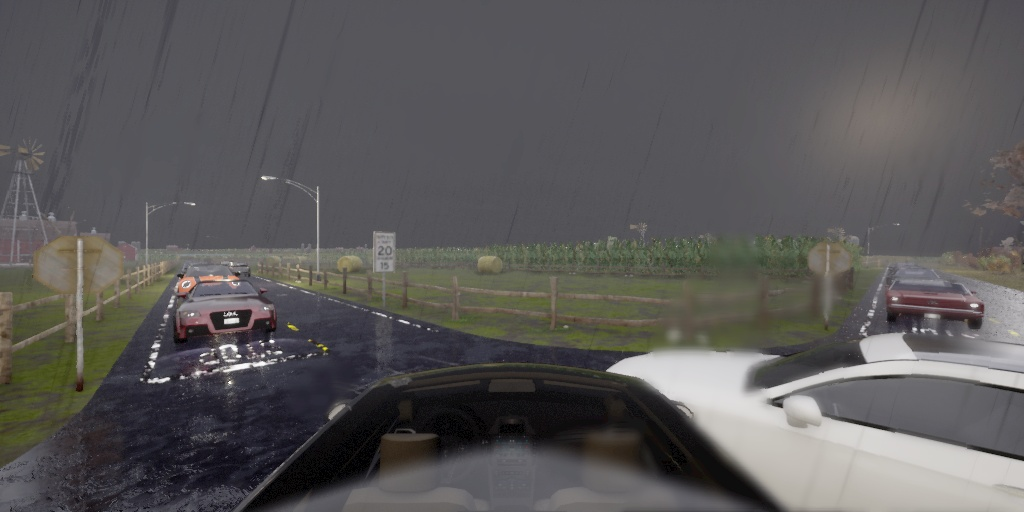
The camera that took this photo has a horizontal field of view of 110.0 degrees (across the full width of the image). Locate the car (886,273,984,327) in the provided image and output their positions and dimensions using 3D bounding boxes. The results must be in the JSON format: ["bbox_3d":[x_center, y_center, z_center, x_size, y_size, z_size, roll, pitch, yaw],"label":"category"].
[{"bbox_3d":[13.441,1.402,11.590,4.718,1.301,1.895,0,1,-43],"label":"car"}]

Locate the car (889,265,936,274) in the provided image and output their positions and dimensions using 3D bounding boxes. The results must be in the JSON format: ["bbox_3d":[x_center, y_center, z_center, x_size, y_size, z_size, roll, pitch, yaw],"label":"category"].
[{"bbox_3d":[20.472,1.370,18.203,5.357,1.411,2.033,0,1,-43],"label":"car"}]

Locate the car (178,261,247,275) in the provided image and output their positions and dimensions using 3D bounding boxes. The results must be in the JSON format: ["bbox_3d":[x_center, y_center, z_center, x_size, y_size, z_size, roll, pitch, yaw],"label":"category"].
[{"bbox_3d":[-13.828,1.149,16.407,2.097,1.767,4.553,0,0,-42],"label":"car"}]

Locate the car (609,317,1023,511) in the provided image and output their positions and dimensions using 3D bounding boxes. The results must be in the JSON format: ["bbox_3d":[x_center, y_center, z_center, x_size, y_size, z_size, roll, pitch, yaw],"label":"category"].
[{"bbox_3d":[2.825,1.294,2.453,1.812,1.442,4.674,0,1,-44],"label":"car"}]

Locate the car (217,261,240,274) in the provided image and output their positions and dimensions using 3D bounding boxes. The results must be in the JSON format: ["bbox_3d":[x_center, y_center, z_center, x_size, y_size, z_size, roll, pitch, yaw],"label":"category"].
[{"bbox_3d":[-34.001,1.330,42.954,1.837,1.490,4.892,0,0,-42],"label":"car"}]

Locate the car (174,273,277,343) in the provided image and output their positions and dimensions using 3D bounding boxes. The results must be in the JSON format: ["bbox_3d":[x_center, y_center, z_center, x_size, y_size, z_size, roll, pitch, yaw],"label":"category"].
[{"bbox_3d":[-8.007,1.360,9.964,1.994,1.385,4.181,0,0,-43],"label":"car"}]

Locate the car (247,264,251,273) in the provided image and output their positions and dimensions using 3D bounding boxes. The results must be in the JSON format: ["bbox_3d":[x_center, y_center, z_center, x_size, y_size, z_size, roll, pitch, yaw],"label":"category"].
[{"bbox_3d":[-27.228,1.304,35.543,2.128,1.511,4.902,0,0,-42],"label":"car"}]

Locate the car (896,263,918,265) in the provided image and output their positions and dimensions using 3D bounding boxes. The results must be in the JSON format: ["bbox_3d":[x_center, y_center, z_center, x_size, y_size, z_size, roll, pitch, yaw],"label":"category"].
[{"bbox_3d":[27.183,1.411,24.505,4.181,1.385,1.994,0,1,-43],"label":"car"}]
